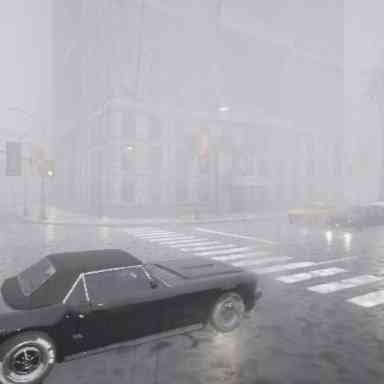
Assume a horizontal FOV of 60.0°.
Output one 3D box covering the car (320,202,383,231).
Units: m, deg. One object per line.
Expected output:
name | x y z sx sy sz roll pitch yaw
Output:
car | 10.810 1.568 20.934 5.357 1.411 2.033 0 0 -32

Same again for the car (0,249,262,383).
car | -1.183 1.601 5.236 4.718 1.301 1.895 0 0 -32

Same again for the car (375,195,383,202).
car | 17.692 1.251 29.217 5.566 2.045 2.150 0 0 -31

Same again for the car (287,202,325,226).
car | 8.997 1.500 23.925 5.008 1.535 1.882 0 0 -32
